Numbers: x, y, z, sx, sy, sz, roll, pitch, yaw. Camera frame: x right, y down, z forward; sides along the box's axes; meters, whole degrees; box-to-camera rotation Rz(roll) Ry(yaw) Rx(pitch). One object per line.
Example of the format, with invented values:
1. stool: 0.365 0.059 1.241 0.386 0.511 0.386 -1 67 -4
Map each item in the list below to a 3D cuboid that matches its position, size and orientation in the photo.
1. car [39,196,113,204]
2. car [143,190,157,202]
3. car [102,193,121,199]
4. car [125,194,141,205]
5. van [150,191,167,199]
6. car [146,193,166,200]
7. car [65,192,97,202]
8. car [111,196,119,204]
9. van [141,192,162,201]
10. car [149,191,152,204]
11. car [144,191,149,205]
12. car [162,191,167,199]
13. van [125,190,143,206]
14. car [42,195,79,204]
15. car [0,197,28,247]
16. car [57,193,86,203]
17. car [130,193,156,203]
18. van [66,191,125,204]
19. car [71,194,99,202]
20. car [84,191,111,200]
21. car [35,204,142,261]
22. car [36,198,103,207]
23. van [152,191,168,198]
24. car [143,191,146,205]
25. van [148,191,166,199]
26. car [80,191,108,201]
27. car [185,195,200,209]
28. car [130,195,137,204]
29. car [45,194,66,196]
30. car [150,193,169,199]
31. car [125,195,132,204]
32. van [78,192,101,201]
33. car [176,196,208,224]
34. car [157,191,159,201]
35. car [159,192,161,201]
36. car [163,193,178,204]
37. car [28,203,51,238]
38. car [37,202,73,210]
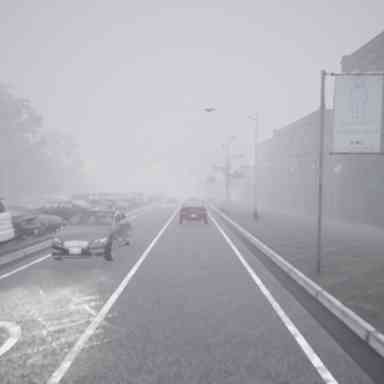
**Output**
1. car: -9.075 1.317 24.977 5.366 1.575 1.946 0 0 0
2. car: -8.913 0.975 53.010 5.566 2.045 2.435 0 0 0
3. car: -22.086 1.028 91.483 4.892 1.521 2.231 0 1 0
4. car: -8.910 1.273 38.994 5.008 1.535 2.097 0 0 0
5. van: -8.892 0.822 89.456 4.442 1.987 1.878 0 1 0
6. car: -9.028 1.130 83.854 4.792 1.488 2.163 0 1 0
7. car: -22.075 0.932 66.493 5.566 2.045 2.435 0 0 0
8. car: -8.924 1.340 27.781 4.792 1.488 2.163 0 0 0
9. van: -9.099 0.926 75.434 4.442 1.987 1.878 0 0 0
10. car: -8.905 1.110 50.207 4.553 1.767 2.185 0 0 0
11. car: -8.900 1.120 47.403 4.553 1.767 2.185 0 0 0
12. car: -8.950 0.910 72.633 5.566 2.045 2.435 0 0 0
13. van: -8.804 1.038 41.797 4.442 1.987 1.878 0 0 0
14. car: -21.840 1.217 55.392 5.366 1.575 1.946 0 0 0
15. car: -8.892 1.141 10.963 5.566 2.045 2.435 0 0 0
16. car: -22.067 1.076 60.941 4.553 1.767 2.185 0 0 0
17. car: -8.988 1.073 61.420 4.553 1.767 2.185 0 0 0
18. van: -8.783 1.075 30.584 4.442 1.987 1.878 0 0 0
19. car: -22.237 1.171 69.270 5.366 1.575 1.946 0 0 0
20. car: -22.038 0.889 77.597 5.566 2.045 2.435 0 0 0
21. car: -3.354 1.410 11.992 2.128 1.511 4.902 0 0 0
22. car: -8.879 1.330 22.178 5.008 1.535 2.097 0 0 0
23. van: -9.136 0.760 95.066 4.442 1.987 1.878 0 1 0
24. car: -8.957 1.129 44.600 4.553 1.767 2.185 0 0 0
25. van: -9.120 0.848 86.654 4.442 1.987 1.878 0 1 0
26. car: -22.090 0.904 74.820 5.566 2.045 2.435 0 0 0
27. car: 0.080 1.244 42.291 1.801 1.575 5.366 0 0 0
28. car: -8.881 1.312 36.191 4.792 1.488 2.163 0 0 0
29. car: -22.026 1.230 52.615 4.892 1.521 2.231 0 0 0
30. car: -9.008 1.017 92.265 5.008 1.535 2.097 0 1 0
31. car: -8.876 1.321 33.388 4.792 1.488 2.163 0 0 0
32. van: -22.173 0.939 72.044 4.442 1.987 1.878 0 0 0
33. car: 0.091 1.334 23.651 1.882 1.535 5.008 0 1 0
34. car: -8.918 0.966 55.813 5.566 2.045 2.435 0 0 0
35. car: -8.956 1.190 64.223 4.892 1.521 2.231 0 0 0
36. car: -3.331 1.268 55.095 1.812 1.442 4.674 0 0 0
37. car: -8.865 1.376 13.772 4.892 1.521 2.231 0 0 0
38. car: -8.845 1.388 16.570 4.792 1.488 2.163 0 0 0
